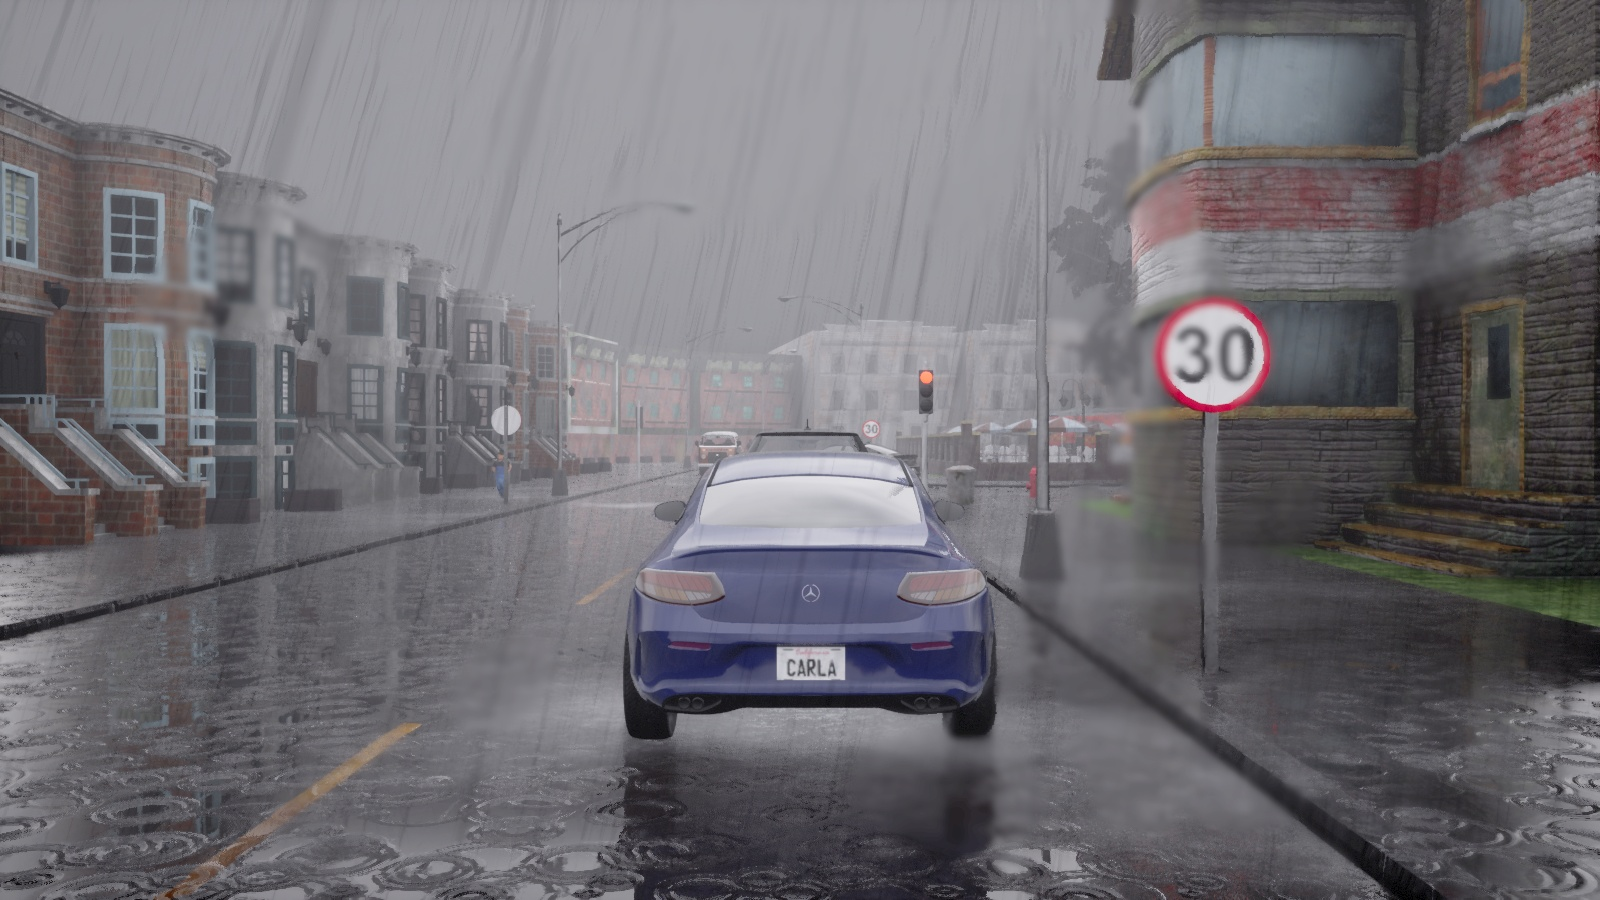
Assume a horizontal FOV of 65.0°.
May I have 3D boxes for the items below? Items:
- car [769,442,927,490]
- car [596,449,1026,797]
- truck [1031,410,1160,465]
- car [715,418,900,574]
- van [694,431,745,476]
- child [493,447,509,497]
[{"bbox_3d":[1.560,0.490,41.627,5.008,1.535,1.882,0,0,35],"label":"car"},{"bbox_3d":[0.058,0.729,7.638,1.812,1.442,4.674,0,0,0],"label":"car"},{"bbox_3d":[20.885,-0.904,89.080,8.468,3.827,2.891,0,0,0],"label":"truck"},{"bbox_3d":[0.102,0.512,16.547,2.097,1.767,4.553,0,0,0],"label":"car"},{"bbox_3d":[-3.687,0.138,58.264,2.069,2.038,4.480,0,0,0],"label":"van"},{"bbox_3d":[-7.575,0.551,31.782,0.270,1.263,0.437,0,0,6],"label":"child"}]
